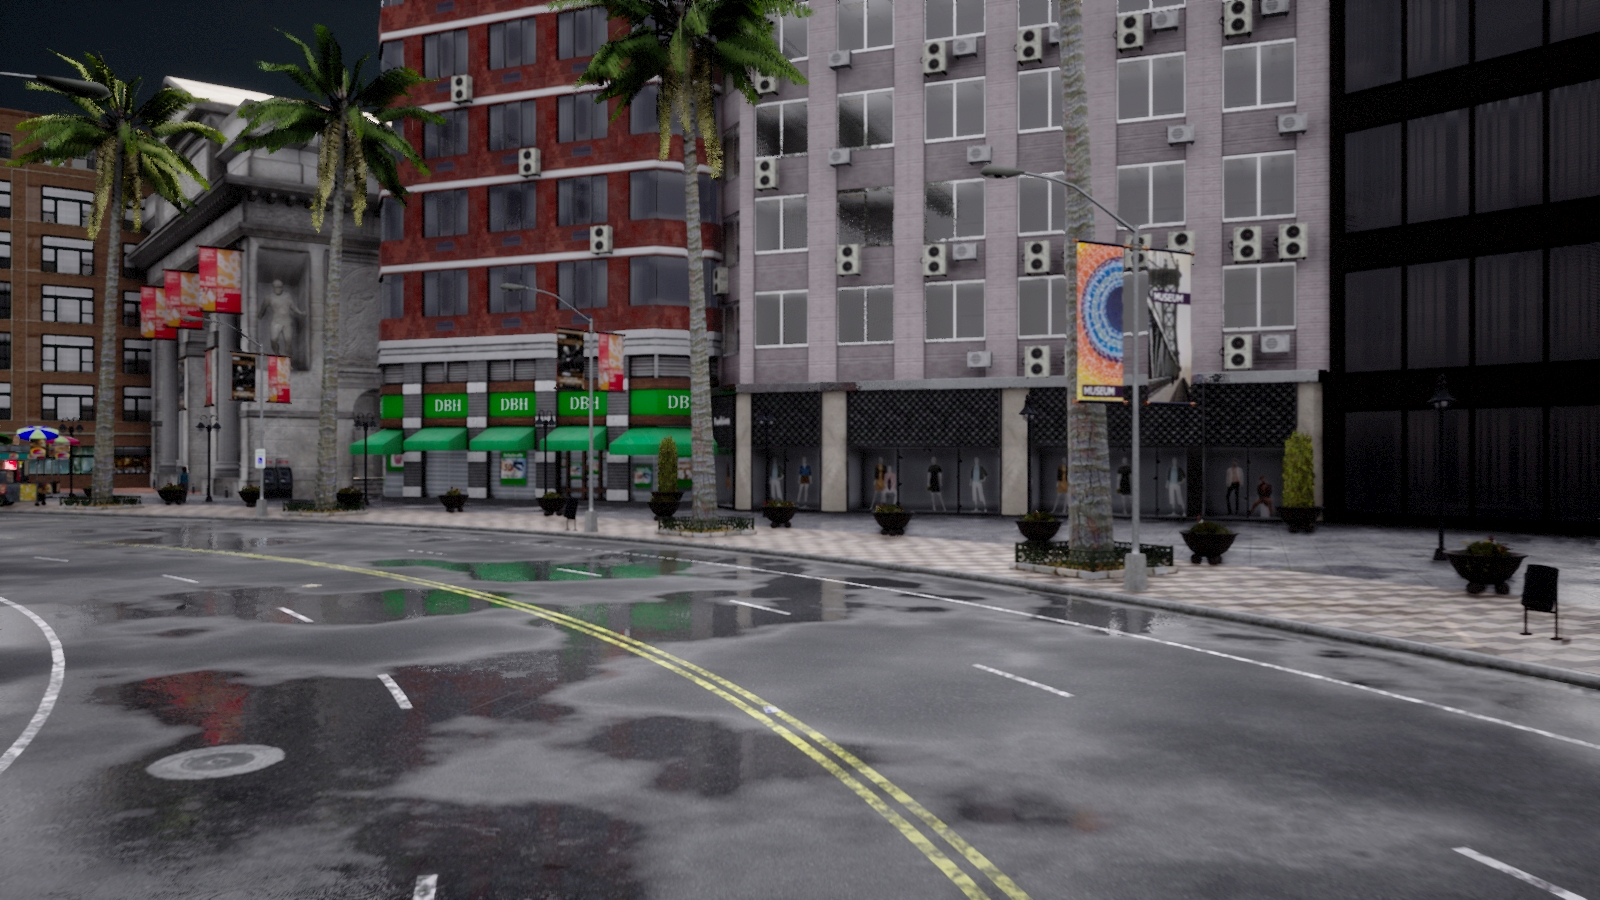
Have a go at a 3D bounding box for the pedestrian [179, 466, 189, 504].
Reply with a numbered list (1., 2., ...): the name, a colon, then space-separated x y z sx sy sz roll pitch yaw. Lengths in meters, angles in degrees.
1. pedestrian: -30.625 1.718 56.789 0.375 1.860 0.375 0 0 -36
